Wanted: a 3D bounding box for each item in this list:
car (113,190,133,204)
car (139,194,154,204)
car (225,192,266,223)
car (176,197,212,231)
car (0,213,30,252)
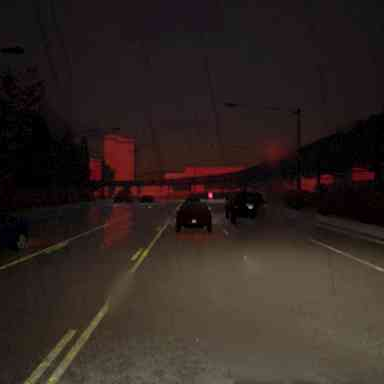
[{"bbox_3d":[-10.555,0.751,51.612,2.150,2.045,5.566,0,1,0],"label":"car"},{"bbox_3d":[-7.075,1.067,52.762,2.033,1.411,5.357,0,1,0],"label":"car"},{"bbox_3d":[3.603,1.009,23.210,2.150,2.045,5.566,0,1,0],"label":"car"},{"bbox_3d":[0.102,1.301,19.252,1.882,1.535,5.008,0,1,0],"label":"car"},{"bbox_3d":[-7.098,1.380,10.576,1.882,1.535,5.008,0,1,0],"label":"car"}]
